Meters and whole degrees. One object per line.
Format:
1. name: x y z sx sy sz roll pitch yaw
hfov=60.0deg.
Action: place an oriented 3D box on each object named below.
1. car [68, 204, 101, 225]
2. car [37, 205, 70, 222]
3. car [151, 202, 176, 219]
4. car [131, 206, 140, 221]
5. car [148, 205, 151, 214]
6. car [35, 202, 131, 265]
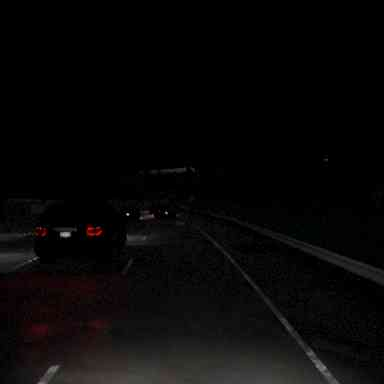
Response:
1. car: -9.059 1.861 28.482 1.837 1.490 4.892 0 -1 -8
2. car: -13.123 1.963 31.863 1.994 1.385 4.181 0 -1 -9
3. car: -2.786 1.982 33.726 1.994 1.385 4.181 0 -1 -10
4. car: -5.857 1.947 30.723 1.994 1.385 4.181 0 -1 -8
5. car: -4.464 2.057 42.864 1.812 1.442 4.674 0 -1 -11
6. car: -3.869 1.378 12.463 2.150 2.045 5.566 0 -1 -3
